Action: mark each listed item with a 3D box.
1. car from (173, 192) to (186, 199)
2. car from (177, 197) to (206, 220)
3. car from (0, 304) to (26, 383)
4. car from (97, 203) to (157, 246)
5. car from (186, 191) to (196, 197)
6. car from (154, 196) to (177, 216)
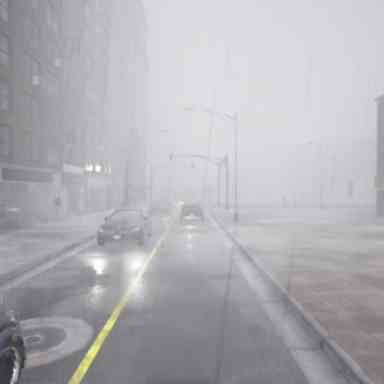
[{"bbox_3d":[-2.868,0.928,71.558,2.150,2.045,5.566,0,0,0],"label":"car"},{"bbox_3d":[0.010,1.386,26.565,1.837,1.490,4.892,0,0,1],"label":"car"},{"bbox_3d":[-2.851,1.556,2.029,1.994,1.385,4.181,0,0,0],"label":"car"},{"bbox_3d":[-2.868,1.458,15.057,1.812,1.442,4.674,0,0,0],"label":"car"},{"bbox_3d":[-0.907,0.891,83.033,2.150,2.045,5.566,0,0,-25],"label":"car"},{"bbox_3d":[-2.803,1.410,31.267,2.033,1.411,5.357,0,0,0],"label":"car"}]
